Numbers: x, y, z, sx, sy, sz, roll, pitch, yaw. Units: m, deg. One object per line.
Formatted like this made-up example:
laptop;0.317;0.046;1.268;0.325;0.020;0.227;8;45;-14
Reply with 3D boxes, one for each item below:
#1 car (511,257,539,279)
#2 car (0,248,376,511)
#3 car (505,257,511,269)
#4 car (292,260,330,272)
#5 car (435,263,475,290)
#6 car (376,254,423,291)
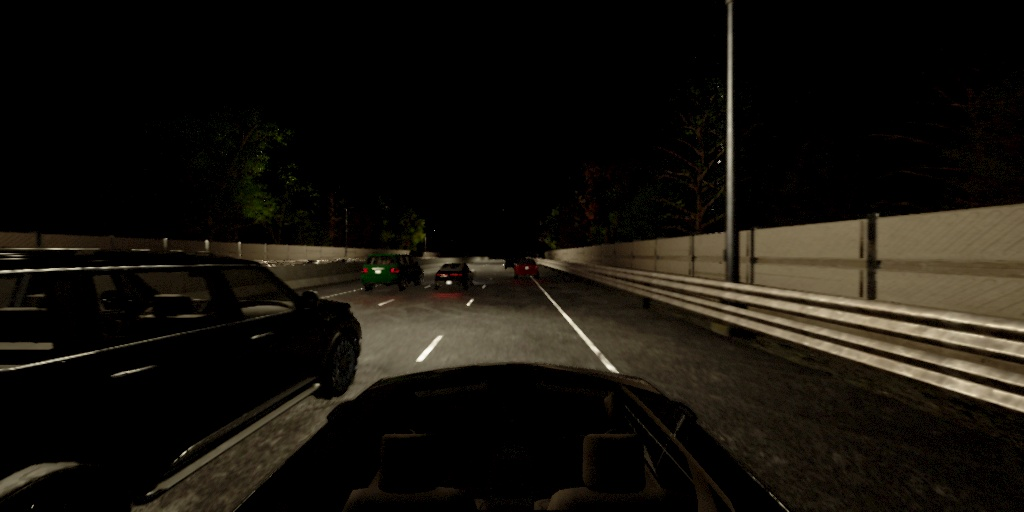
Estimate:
car;1.224;0.995;31.388;2.097;1.767;4.553;0;0;0
car;-3.411;0.965;3.299;2.150;2.045;5.566;0;0;0
car;0.015;0.942;51.932;2.097;1.767;4.553;0;0;0
car;-24.562;1.209;44.026;1.895;1.301;4.718;0;0;1
car;-3.400;1.175;21.751;1.837;1.490;4.892;0;0;0
car;-6.903;0.894;21.160;2.150;2.045;5.566;0;0;0
